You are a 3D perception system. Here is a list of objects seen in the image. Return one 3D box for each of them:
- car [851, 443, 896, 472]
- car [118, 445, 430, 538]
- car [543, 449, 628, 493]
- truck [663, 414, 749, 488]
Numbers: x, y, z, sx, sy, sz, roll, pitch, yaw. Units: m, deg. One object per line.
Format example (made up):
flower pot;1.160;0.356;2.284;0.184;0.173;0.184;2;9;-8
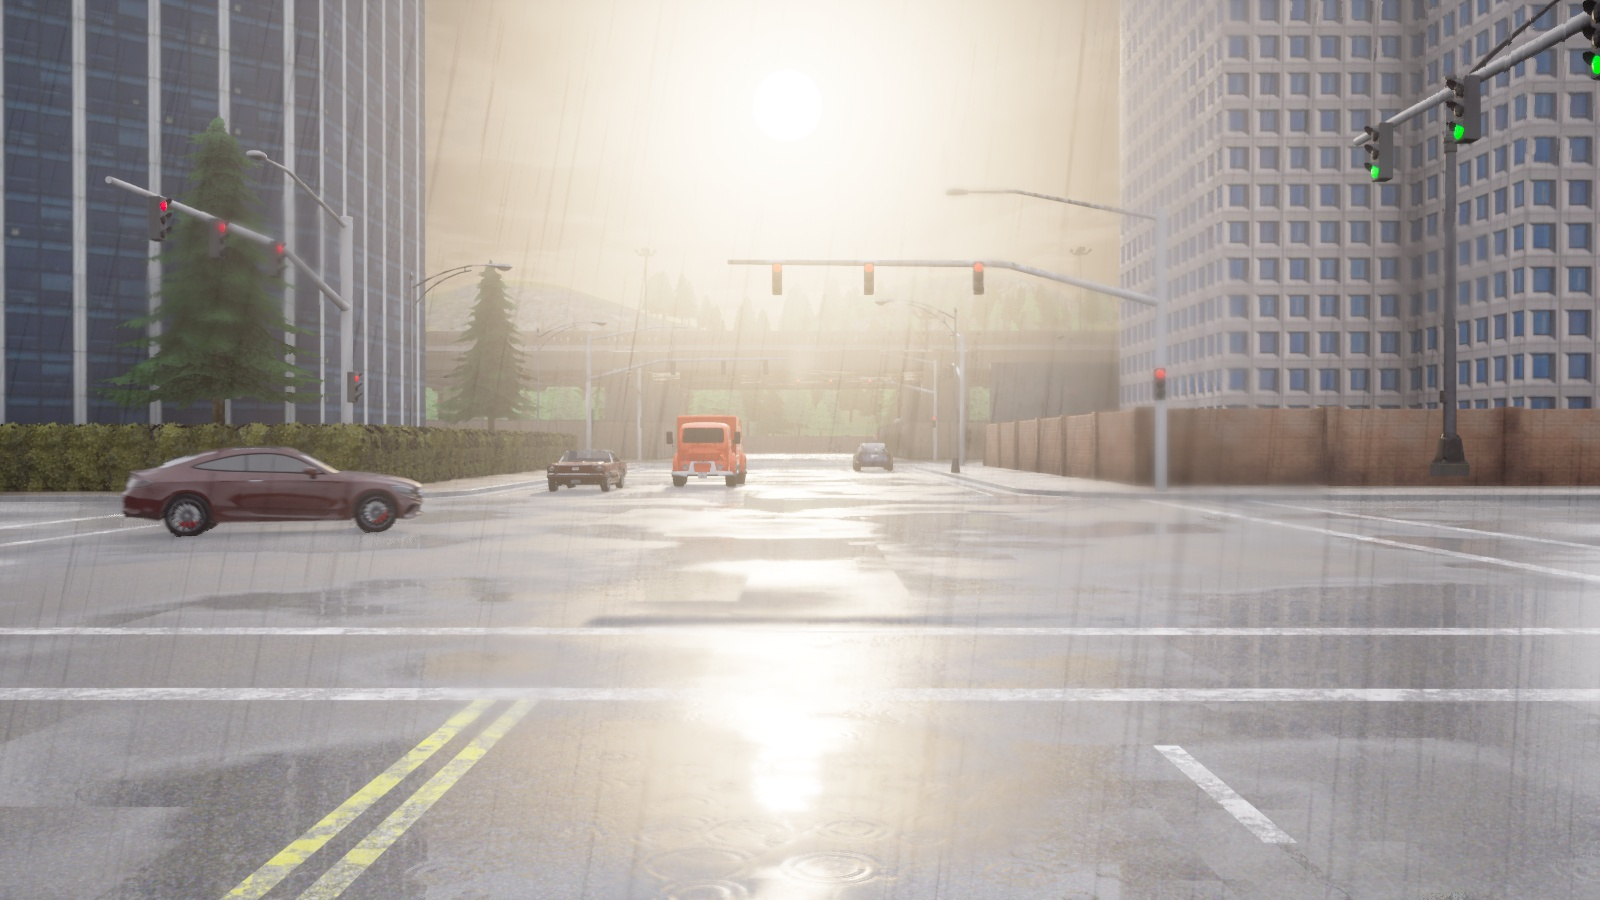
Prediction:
car;3.876;0.370;67.134;2.163;1.488;4.792;0;0;0
car;-8.694;0.646;21.162;4.674;1.442;1.812;0;0;-18
car;-6.769;0.615;40.157;1.895;1.301;4.718;0;0;0
truck;-3.246;0.002;44.498;2.627;2.467;5.204;0;1;0
